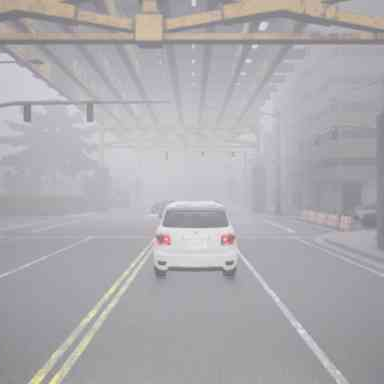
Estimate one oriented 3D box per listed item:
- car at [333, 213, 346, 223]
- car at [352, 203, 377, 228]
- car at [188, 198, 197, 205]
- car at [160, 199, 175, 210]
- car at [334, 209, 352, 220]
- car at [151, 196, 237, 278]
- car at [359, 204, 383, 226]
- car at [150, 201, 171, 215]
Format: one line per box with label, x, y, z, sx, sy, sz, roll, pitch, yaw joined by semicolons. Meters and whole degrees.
car;13.615;1.612;25.745;4.974;1.542;2.038;0;0;25
car;13.284;1.586;21.586;4.974;1.542;2.038;0;0;-20
car;0.169;1.944;67.665;1.812;1.442;4.674;0;0;0
car;-3.540;1.779;48.744;1.882;1.535;5.008;0;0;0
car;13.662;1.454;25.724;4.536;1.218;1.853;0;0;25
car;0.091;1.290;10.496;2.150;2.045;5.566;0;0;0
car;13.333;1.429;21.605;4.536;1.218;1.853;0;0;-20
car;-3.560;1.801;38.316;1.994;1.385;4.181;0;0;-1
